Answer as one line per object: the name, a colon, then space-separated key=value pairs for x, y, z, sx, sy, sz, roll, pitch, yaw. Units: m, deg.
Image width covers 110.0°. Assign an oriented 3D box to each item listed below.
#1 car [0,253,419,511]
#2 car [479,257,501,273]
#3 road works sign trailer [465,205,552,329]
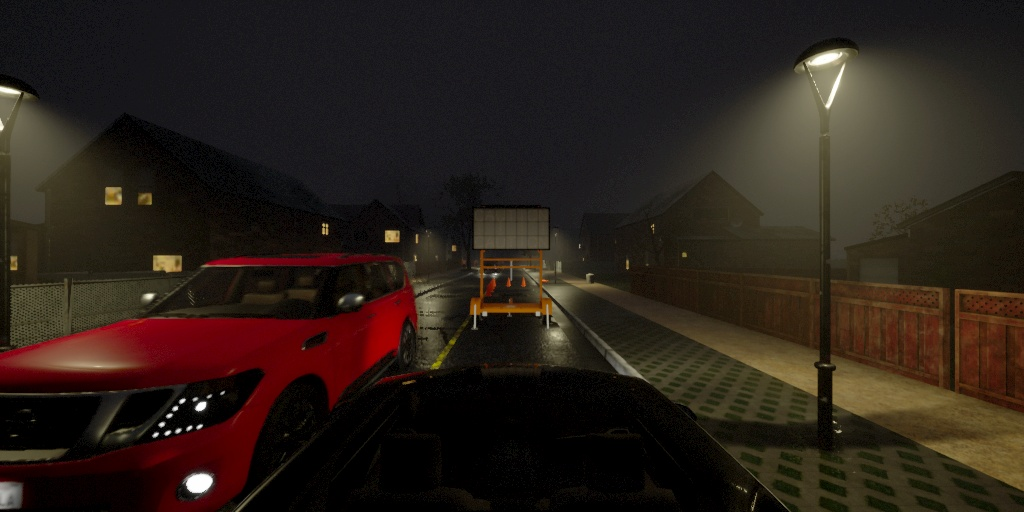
car: x=-2.856 y=0.973 z=4.742 sx=2.150 sy=2.045 sz=5.566 roll=0 pitch=0 yaw=0
car: x=-2.955 y=1.133 z=46.317 sx=2.150 sy=2.045 sz=5.566 roll=0 pitch=0 yaw=0
road works sign trailer: x=-0.021 y=0.222 z=11.198 sx=2.380 sy=3.560 sz=2.880 roll=0 pitch=0 yaw=0
